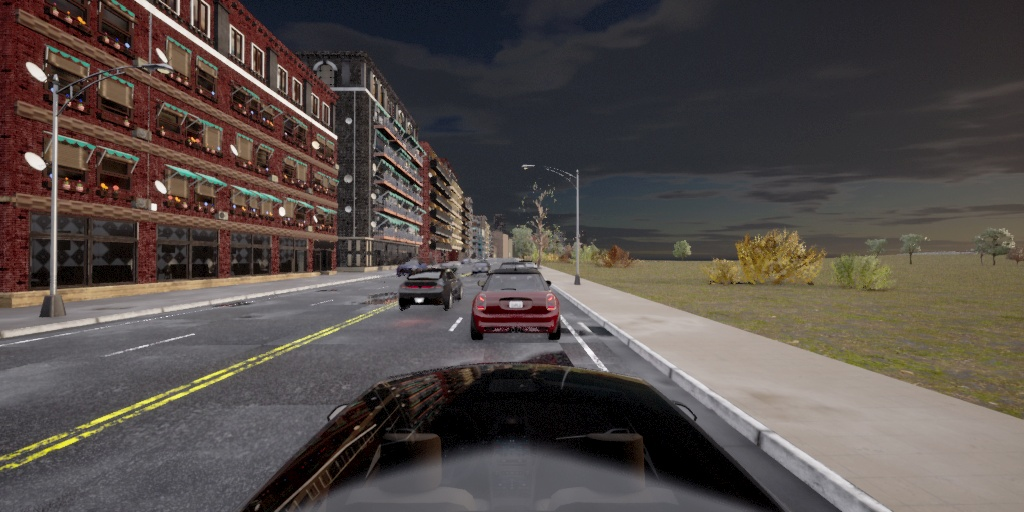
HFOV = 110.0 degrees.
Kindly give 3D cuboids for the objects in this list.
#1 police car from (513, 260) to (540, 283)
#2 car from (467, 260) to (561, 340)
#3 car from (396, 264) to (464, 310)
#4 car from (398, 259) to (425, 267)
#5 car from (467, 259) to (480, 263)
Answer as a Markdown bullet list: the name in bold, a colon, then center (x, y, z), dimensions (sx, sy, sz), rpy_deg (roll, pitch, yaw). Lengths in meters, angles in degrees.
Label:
- **police car**: center (1.096, 1.179, 29.380), dimensions (1.930, 1.638, 5.238), rpy_deg (0, 0, 0)
- **car**: center (0.080, 1.103, 10.112), dimensions (2.097, 1.767, 4.553), rpy_deg (0, 0, 0)
- **car**: center (-3.171, 1.256, 14.652), dimensions (1.837, 1.490, 4.892), rpy_deg (0, 0, 0)
- **car**: center (-9.901, 1.105, 35.596), dimensions (2.097, 1.767, 4.553), rpy_deg (0, 0, 0)
- **car**: center (-3.195, 1.301, 38.134), dimensions (2.033, 1.411, 5.357), rpy_deg (0, 0, 0)
